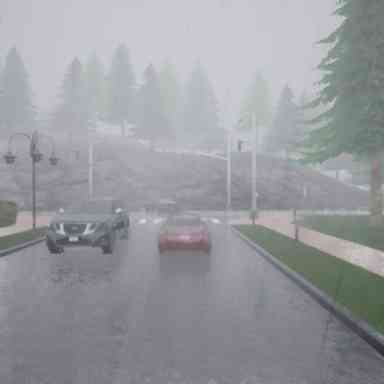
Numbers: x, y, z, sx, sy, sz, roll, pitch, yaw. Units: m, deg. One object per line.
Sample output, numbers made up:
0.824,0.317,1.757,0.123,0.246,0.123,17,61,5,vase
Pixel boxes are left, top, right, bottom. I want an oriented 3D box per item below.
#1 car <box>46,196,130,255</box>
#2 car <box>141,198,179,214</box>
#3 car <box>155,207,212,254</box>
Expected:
-3.937,1.196,13.634,2.150,2.045,5.566,0,0,-1,car
-2.934,1.289,29.895,1.882,1.535,5.008,1,0,-30,car
-0.294,1.529,13.406,1.994,1.385,4.181,0,0,-1,car
